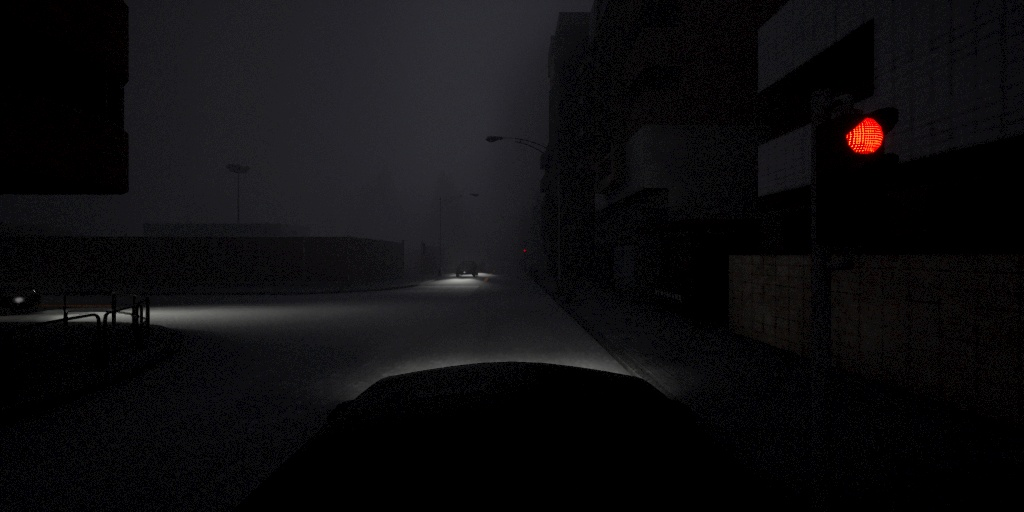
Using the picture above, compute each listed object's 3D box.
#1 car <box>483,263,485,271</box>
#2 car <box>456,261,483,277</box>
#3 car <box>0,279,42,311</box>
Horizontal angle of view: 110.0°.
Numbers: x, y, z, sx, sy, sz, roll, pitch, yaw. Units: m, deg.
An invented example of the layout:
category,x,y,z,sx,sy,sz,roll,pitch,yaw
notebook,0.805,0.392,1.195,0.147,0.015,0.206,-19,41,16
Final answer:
category,x,y,z,sx,sy,sz,roll,pitch,yaw
car,-4.477,1.351,45.779,1.895,1.301,4.718,0,0,0
car,-4.410,1.242,35.665,2.128,1.511,4.902,0,0,0
car,-19.282,1.242,12.235,4.902,1.511,2.128,0,0,0
